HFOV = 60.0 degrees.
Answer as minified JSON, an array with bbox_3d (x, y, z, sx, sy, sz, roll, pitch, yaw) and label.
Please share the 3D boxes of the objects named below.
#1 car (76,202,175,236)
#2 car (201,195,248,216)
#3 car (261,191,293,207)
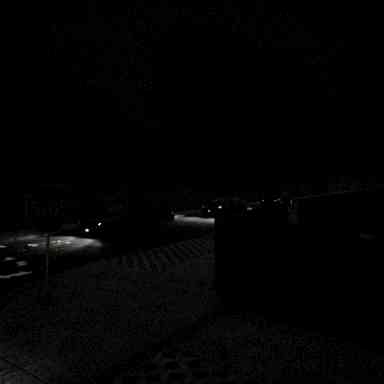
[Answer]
[{"bbox_3d":[-3.104,1.237,16.862,2.033,1.411,5.357,0,1,36],"label":"car"},{"bbox_3d":[2.538,0.968,24.798,1.812,1.442,4.674,0,2,36],"label":"car"},{"bbox_3d":[8.528,0.676,33.205,1.837,1.490,4.892,0,2,36],"label":"car"}]
